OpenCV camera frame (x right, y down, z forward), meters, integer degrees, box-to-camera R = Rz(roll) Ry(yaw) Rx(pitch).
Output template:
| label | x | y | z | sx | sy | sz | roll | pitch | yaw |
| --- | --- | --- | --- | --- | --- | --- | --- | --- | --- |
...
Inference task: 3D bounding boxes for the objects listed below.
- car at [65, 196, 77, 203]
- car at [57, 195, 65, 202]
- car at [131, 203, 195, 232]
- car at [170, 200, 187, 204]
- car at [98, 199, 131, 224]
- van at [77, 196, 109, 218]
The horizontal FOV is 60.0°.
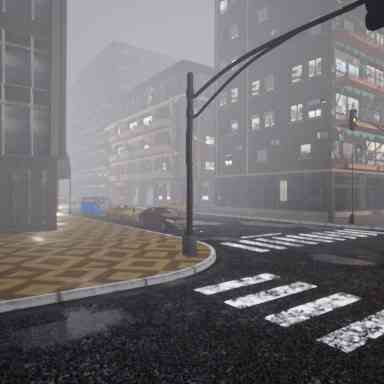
| label | x | y | z | sx | sy | sz | roll | pitch | yaw |
| --- | --- | --- | --- | --- | --- | --- | --- | --- | --- |
| car | -21.454 | 1.446 | 61.616 | 1.752 | 1.417 | 4.829 | 0 | 0 | -36 |
| car | -27.958 | 1.359 | 70.681 | 1.967 | 1.590 | 4.097 | 0 | 0 | -36 |
| car | -1.750 | 1.525 | 19.779 | 1.802 | 1.307 | 4.206 | 0 | 0 | -36 |
| car | -1.644 | 1.487 | 34.006 | 1.752 | 1.417 | 4.829 | 0 | 0 | -36 |
| car | -4.952 | 1.458 | 24.242 | 1.752 | 1.417 | 4.829 | 0 | 0 | -36 |
| van | -8.352 | 1.265 | 28.983 | 1.690 | 1.788 | 3.998 | 0 | 0 | -36 |
